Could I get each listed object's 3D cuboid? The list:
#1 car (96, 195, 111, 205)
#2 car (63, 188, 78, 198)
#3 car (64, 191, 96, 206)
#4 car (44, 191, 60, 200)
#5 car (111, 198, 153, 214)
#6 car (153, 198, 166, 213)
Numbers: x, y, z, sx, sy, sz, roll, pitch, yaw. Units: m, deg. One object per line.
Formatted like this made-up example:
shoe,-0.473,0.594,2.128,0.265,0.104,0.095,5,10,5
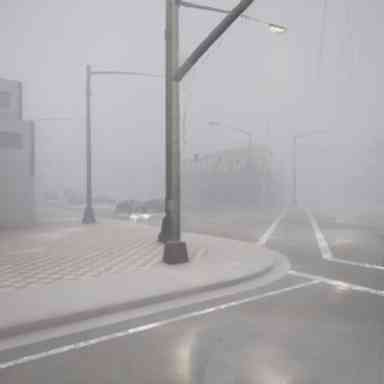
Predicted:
car,-12.822,1.114,48.407,1.895,1.301,4.718,0,2,-36
car,-22.036,0.368,61.220,2.150,2.045,5.566,0,1,-35
car,-15.776,1.069,46.513,2.033,1.411,5.357,0,2,-36
car,-25.184,0.633,59.589,1.882,1.535,5.008,0,1,-35
car,-6.056,1.425,33.106,1.994,1.385,4.181,0,1,-36
car,-3.488,1.383,35.520,2.033,1.411,5.357,0,1,-37
